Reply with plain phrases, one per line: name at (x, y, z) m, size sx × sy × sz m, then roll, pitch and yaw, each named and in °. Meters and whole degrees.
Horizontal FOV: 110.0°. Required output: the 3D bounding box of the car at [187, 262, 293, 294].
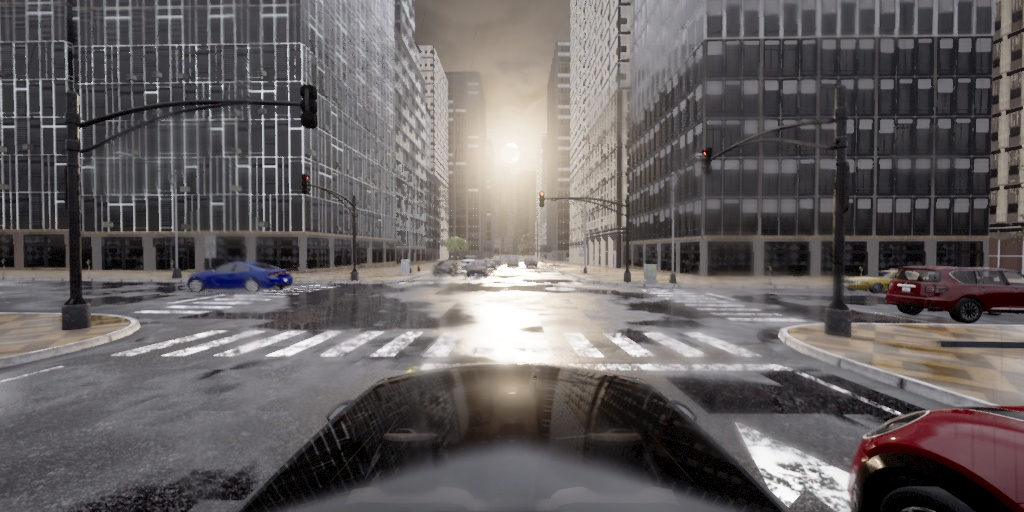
car at (-14.225, 1.079, 18.834) m, size 5.008 × 1.535 × 1.882 m, roll 1°, pitch 1°, yaw 5°

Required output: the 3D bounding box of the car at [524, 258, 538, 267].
car at (3.453, 1.295, 63.411) m, size 1.895 × 1.301 × 4.718 m, roll 0°, pitch 0°, yaw 0°

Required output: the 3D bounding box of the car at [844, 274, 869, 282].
car at (21.863, 1.407, 20.821) m, size 4.829 × 1.417 × 1.751 m, roll 0°, pitch 0°, yaw 1°

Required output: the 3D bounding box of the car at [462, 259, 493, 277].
car at (-3.245, 1.275, 34.741) m, size 2.033 × 1.411 × 5.357 m, roll 0°, pitch 0°, yaw 0°

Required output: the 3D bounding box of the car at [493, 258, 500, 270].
car at (-3.178, 1.200, 50.966) m, size 2.128 × 1.511 × 4.902 m, roll 0°, pitch 0°, yaw 0°

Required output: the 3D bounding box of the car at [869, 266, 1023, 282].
car at (16.225, 1.280, 12.555) m, size 5.009 × 1.841 × 2.192 m, roll 0°, pitch 0°, yaw 1°

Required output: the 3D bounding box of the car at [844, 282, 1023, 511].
car at (3.254, 1.103, 0.440) m, size 2.097 × 1.767 × 4.553 m, roll 0°, pitch 0°, yaw 0°

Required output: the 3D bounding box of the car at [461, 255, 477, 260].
car at (-6.402, 0.929, 54.678) m, size 2.150 × 2.045 × 5.566 m, roll 0°, pitch 0°, yaw 0°

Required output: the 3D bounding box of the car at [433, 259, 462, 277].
car at (-6.489, 1.231, 35.359) m, size 1.837 × 1.490 × 4.892 m, roll 0°, pitch 0°, yaw 0°

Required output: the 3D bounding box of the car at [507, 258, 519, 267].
car at (0.203, 1.258, 63.393) m, size 1.994 × 1.385 × 4.181 m, roll 0°, pitch 0°, yaw 0°
